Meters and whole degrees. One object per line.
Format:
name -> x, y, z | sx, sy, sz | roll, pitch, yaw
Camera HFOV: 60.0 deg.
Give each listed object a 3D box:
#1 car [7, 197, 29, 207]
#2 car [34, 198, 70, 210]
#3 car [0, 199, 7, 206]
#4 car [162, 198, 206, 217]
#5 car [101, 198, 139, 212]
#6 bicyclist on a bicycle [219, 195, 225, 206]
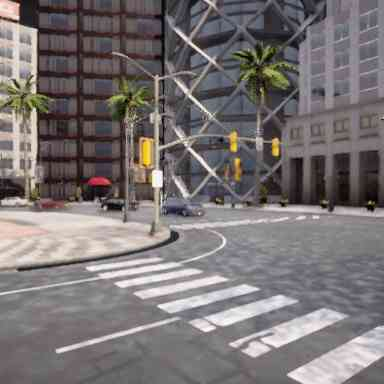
car -> -27.660, 1.496, 51.260 | 4.674, 1.442, 1.812 | 0, 0, 1
car -> -18.082, 1.498, 42.884 | 4.674, 1.442, 1.812 | 0, 0, 15
car -> -29.957, 1.479, 47.789 | 4.892, 1.490, 1.837 | 0, 0, -3
car -> -0.781, 1.326, 30.987 | 2.097, 1.767, 4.553 | 0, 0, -40
car -> -8.268, 1.449, 38.241 | 5.008, 1.535, 1.882 | 0, 0, 34
bicyclist on a bicycle -> 4.256, 1.258, 47.228 | 0.582, 1.620, 1.656 | 0, 0, 41
